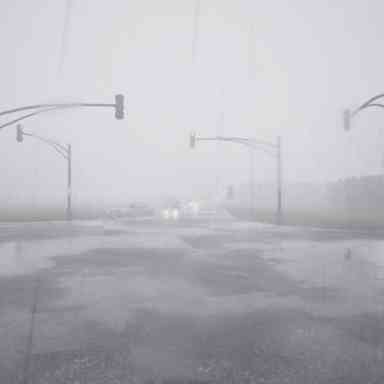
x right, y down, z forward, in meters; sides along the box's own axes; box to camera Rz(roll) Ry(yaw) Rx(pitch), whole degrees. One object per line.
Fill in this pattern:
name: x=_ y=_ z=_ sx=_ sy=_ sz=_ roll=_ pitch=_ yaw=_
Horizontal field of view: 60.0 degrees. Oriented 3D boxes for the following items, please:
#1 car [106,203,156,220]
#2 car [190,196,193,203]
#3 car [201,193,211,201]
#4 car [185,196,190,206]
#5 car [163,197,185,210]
car: x=-5.036 y=1.602 z=28.046 sx=1.895 sy=1.301 sz=4.718 roll=0 pitch=0 yaw=27
car: x=-0.867 y=1.576 z=69.524 sx=1.895 sy=1.301 sz=4.718 roll=0 pitch=0 yaw=4
car: x=3.412 y=1.190 z=79.138 sx=2.150 sy=2.045 sz=5.566 roll=0 pitch=0 yaw=5
car: x=-1.808 y=1.513 z=56.489 sx=1.812 sy=1.442 sz=4.674 roll=0 pitch=0 yaw=3
car: x=-2.548 y=1.488 z=43.124 sx=2.128 sy=1.511 sz=4.902 roll=0 pitch=0 yaw=3
